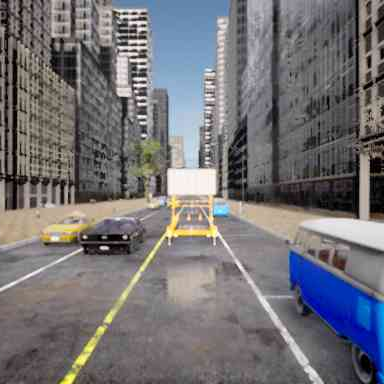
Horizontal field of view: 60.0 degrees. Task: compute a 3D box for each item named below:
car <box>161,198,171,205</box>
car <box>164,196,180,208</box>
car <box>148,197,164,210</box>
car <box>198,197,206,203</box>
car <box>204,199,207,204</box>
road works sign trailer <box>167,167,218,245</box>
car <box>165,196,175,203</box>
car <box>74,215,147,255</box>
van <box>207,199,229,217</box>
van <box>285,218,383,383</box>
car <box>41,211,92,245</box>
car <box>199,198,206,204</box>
[{"bbox_3d":[-5.672,2.063,73.065,2.008,1.369,4.403,0,0,0],"label":"car"},{"bbox_3d":[-3.049,1.865,55.550,1.882,1.535,5.008,0,0,0],"label":"car"},{"bbox_3d":[-5.679,1.875,50.223,1.752,1.417,4.829,0,0,0],"label":"car"},{"bbox_3d":[2.712,2.178,90.065,1.887,1.381,4.507,0,0,0],"label":"car"},{"bbox_3d":[2.698,1.799,39.224,1.752,1.417,4.829,0,0,0],"label":"car"},{"bbox_3d":[0.003,0.576,16.129,2.380,3.560,2.880,0,0,0],"label":"road works sign trailer"},{"bbox_3d":[-5.670,1.907,84.402,2.192,1.841,5.009,0,0,0],"label":"car"},{"bbox_3d":[-3.098,1.697,13.997,1.895,1.301,4.718,0,0,0],"label":"car"},{"bbox_3d":[2.696,1.573,33.388,1.690,1.788,3.998,0,0,0],"label":"van"},{"bbox_3d":[2.689,1.377,5.049,1.690,1.788,3.998,0,0,0],"label":"van"},{"bbox_3d":[-5.688,1.637,16.217,1.752,1.417,4.829,0,0,0],"label":"car"},{"bbox_3d":[2.710,2.104,78.729,2.008,1.369,4.403,0,0,0],"label":"car"}]
